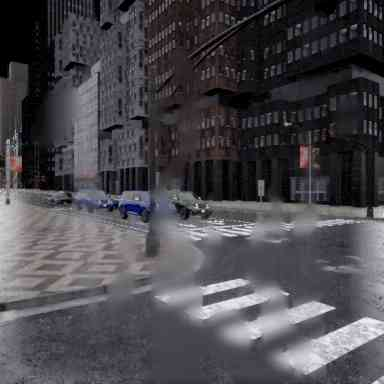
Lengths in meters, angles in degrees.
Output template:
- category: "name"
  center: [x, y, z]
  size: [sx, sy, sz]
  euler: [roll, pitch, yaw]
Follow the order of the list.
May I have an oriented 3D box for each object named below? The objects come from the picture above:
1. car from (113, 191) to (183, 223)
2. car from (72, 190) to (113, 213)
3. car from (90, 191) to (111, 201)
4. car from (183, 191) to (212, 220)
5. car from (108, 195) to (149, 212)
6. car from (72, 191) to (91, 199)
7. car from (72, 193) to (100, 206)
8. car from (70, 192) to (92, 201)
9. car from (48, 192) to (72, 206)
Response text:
- category: "car"
  center: [-3.265, 0.954, 23.416]
  size: [2.150, 2.045, 5.566]
  euler: [0, 1, -36]
- category: "car"
  center: [-9.355, 0.806, 31.802]
  size: [2.150, 2.045, 5.566]
  euler: [0, 1, -36]
- category: "car"
  center: [-15.831, 0.682, 57.649]
  size: [1.882, 1.535, 5.008]
  euler: [0, 1, -36]
- category: "car"
  center: [-0.780, 0.946, 25.543]
  size: [2.150, 2.045, 5.566]
  euler: [0, 1, -34]
- category: "car"
  center: [-6.492, 1.078, 33.393]
  size: [2.128, 1.511, 4.902]
  euler: [0, 1, -36]
- category: "car"
  center: [-21.996, 0.530, 66.138]
  size: [2.128, 1.511, 4.902]
  euler: [0, 1, -36]
- category: "car"
  center: [-14.068, 0.887, 43.851]
  size: [2.128, 1.511, 4.902]
  euler: [0, 1, -36]
- category: "car"
  center: [-18.934, 0.744, 56.417]
  size: [2.033, 1.411, 5.357]
  euler: [0, 1, -36]
- category: "car"
  center: [-16.453, 1.009, 41.599]
  size: [1.895, 1.301, 4.718]
  euler: [0, 1, -36]
